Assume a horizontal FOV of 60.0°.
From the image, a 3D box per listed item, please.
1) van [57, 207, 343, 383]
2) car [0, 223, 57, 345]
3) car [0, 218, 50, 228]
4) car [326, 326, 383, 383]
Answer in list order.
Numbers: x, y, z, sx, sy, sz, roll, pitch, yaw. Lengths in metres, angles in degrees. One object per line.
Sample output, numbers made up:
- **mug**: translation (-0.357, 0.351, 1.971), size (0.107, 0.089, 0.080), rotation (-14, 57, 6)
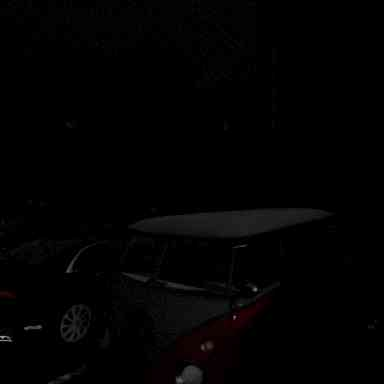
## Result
- **van**: translation (0.719, 1.243, 4.613), size (1.878, 1.987, 4.442), rotation (0, 0, 36)
- **car**: translation (-1.563, 1.453, 6.378), size (2.231, 1.521, 4.892), rotation (0, 0, 36)
- **car**: translation (-3.807, 1.439, 7.979), size (2.231, 1.521, 4.892), rotation (0, 0, 36)
- **car**: translation (2.928, 1.524, 3.178), size (2.002, 1.452, 4.674), rotation (0, 0, 36)
